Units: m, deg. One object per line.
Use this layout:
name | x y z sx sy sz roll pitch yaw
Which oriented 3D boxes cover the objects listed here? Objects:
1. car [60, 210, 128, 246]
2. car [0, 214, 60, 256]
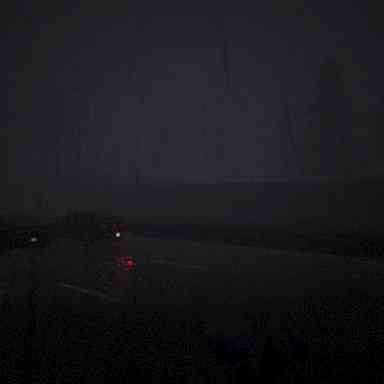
car | -5.258 1.657 16.248 4.892 1.490 1.837 0 0 36
car | -7.886 1.635 13.834 5.008 1.535 1.882 0 0 36
